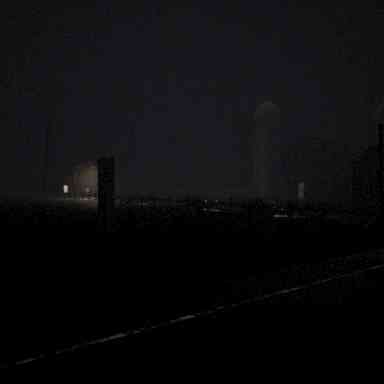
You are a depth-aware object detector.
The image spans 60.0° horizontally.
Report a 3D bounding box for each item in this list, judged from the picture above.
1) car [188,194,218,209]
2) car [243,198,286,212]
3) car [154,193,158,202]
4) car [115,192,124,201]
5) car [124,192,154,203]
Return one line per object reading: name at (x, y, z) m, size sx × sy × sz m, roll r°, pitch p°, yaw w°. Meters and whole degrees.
car at (1.184, 1.059, 40.621) m, size 2.097 × 1.767 × 4.553 m, roll -1°, pitch 1°, yaw -36°
car at (6.979, 1.326, 32.591) m, size 1.812 × 1.442 × 4.674 m, roll -1°, pitch 1°, yaw -35°
car at (-7.842, 0.849, 58.060) m, size 2.097 × 1.767 × 4.553 m, roll -1°, pitch 1°, yaw -35°
car at (-13.623, 0.752, 66.004) m, size 2.097 × 1.767 × 4.553 m, roll -1°, pitch 1°, yaw -36°
car at (-8.723, 0.894, 54.404) m, size 2.097 × 1.767 × 4.553 m, roll -1°, pitch 1°, yaw -35°
